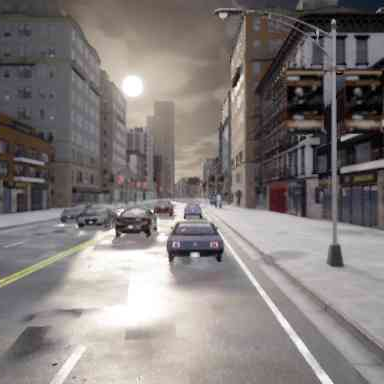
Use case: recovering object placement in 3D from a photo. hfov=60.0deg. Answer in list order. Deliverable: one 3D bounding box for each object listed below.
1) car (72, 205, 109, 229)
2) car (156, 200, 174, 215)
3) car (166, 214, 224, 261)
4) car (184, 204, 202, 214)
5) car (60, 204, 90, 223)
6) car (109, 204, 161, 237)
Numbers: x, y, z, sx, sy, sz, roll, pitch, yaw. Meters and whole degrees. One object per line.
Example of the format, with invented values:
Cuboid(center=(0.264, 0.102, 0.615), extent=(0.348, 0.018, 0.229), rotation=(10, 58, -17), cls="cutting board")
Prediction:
Cuboid(center=(-6.579, 1.801, 23.622), extent=(1.994, 1.385, 4.181), rotation=(0, -1, 0), cls="car")
Cuboid(center=(-3.156, 1.733, 37.985), extent=(2.097, 1.767, 4.553), rotation=(0, -1, 0), cls="car")
Cuboid(center=(0.099, 1.730, 12.796), extent=(1.895, 1.301, 4.718), rotation=(0, -1, 0), cls="car")
Cuboid(center=(0.093, 1.890, 34.095), extent=(2.033, 1.411, 5.357), rotation=(0, -1, 0), cls="car")
Cuboid(center=(-9.793, 1.796, 28.894), extent=(1.837, 1.490, 4.892), rotation=(0, -1, 1), cls="car")
Cuboid(center=(-3.154, 1.674, 19.530), extent=(1.882, 1.535, 5.008), rotation=(0, -1, 0), cls="car")
